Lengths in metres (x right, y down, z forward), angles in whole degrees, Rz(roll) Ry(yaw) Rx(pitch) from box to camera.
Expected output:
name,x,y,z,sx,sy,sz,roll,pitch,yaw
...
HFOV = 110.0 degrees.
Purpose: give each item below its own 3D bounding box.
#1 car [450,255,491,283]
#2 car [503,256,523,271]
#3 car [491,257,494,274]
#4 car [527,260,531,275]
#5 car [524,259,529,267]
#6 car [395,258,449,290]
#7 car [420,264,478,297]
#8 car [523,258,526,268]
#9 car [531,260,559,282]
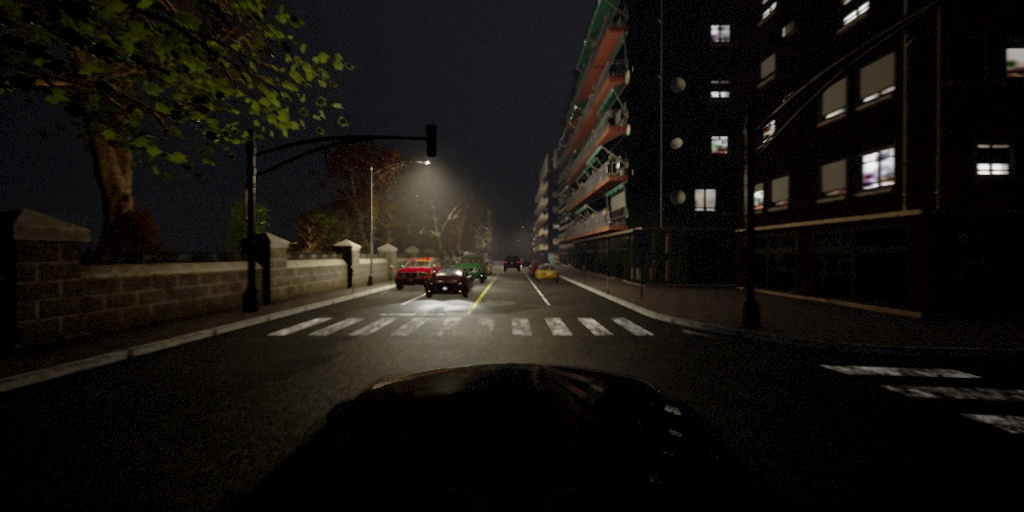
name,x,y,z,sx,sy,sz,roll,pitch,yaw
car,-3.104,0.959,27.980,2.150,2.045,5.566,0,0,0
car,-0.003,0.957,47.483,2.150,2.045,5.566,0,0,0
car,-3.092,1.214,38.127,1.882,1.535,5.008,0,0,0
car,2.688,1.282,33.624,1.888,1.381,4.507,0,0,0
car,2.687,1.287,39.160,2.007,1.370,4.403,0,0,0
car,-5.692,1.054,22.552,2.192,1.841,5.009,0,0,0
car,-3.101,1.304,18.527,1.994,1.385,4.181,0,0,0
car,2.685,1.282,61.300,1.888,1.381,4.507,0,0,0
car,2.688,1.263,28.259,1.751,1.417,4.829,0,0,0
